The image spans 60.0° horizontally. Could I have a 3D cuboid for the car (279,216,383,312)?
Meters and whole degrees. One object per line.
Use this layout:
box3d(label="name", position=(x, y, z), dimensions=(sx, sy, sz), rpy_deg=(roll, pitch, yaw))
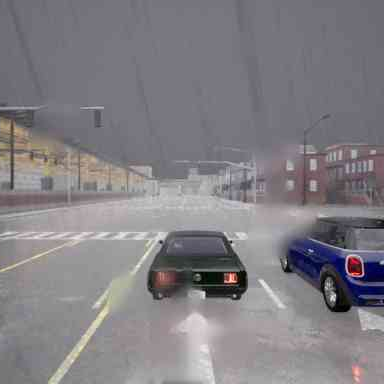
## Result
box3d(label="car", position=(3.599, 1.352, 7.861), dimensions=(2.097, 1.767, 4.553), rpy_deg=(0, 0, -1))

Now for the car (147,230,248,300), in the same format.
box3d(label="car", position=(0.100, 1.601, 8.317), dimensions=(1.895, 1.301, 4.718), rpy_deg=(0, 0, 0))
